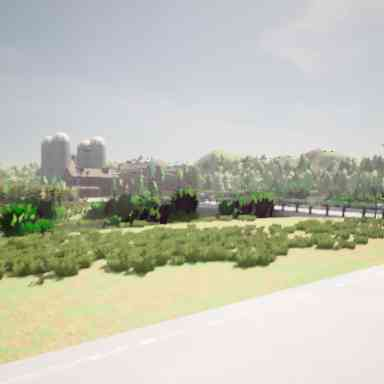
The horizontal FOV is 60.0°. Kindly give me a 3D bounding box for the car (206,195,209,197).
[{"bbox_3d":[1.063,0.960,54.609,1.812,1.442,4.674,0,-2,-35],"label":"car"}]
